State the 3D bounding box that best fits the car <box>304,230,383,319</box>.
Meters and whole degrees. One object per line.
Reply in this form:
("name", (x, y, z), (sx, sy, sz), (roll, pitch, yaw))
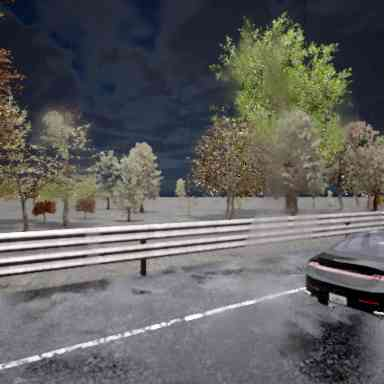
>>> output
("car", (4.342, 1.528, 6.765), (4.902, 1.511, 2.128), (0, 0, -35))
